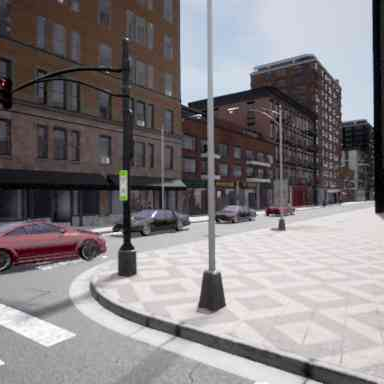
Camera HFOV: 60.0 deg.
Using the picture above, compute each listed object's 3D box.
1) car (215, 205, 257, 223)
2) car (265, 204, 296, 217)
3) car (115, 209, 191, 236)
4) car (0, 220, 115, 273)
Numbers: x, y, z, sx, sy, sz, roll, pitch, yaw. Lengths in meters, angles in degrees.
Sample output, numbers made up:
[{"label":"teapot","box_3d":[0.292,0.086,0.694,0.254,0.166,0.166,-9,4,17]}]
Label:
[{"label":"car","box_3d":[3.691,1.812,28.168,2.033,1.411,5.357,-1,-1,35]},{"label":"car","box_3d":[9.707,1.949,36.494,1.895,1.301,4.718,-1,-1,36]},{"label":"car","box_3d":[-2.218,1.727,19.962,2.033,1.411,5.357,-1,-1,36]},{"label":"car","box_3d":[-5.035,1.633,11.050,4.181,1.385,1.994,1,-1,-43]}]
